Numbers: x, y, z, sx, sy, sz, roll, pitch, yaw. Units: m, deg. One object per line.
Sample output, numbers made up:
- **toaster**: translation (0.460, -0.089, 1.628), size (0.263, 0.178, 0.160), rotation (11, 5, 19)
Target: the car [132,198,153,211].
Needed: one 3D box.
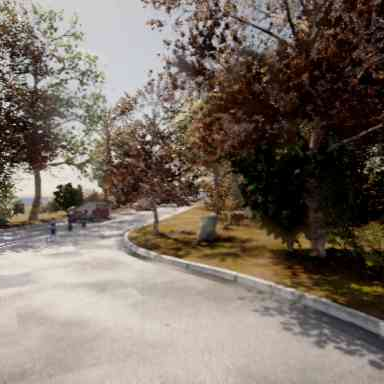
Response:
- **car**: translation (-6.648, 1.644, 45.844), size (2.097, 1.767, 4.553), rotation (-1, 0, 8)

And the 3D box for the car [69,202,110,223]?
- **car**: translation (-8.940, 1.726, 29.282), size (2.097, 1.767, 4.553), rotation (-1, 0, 8)

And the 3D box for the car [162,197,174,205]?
- **car**: translation (-4.242, 1.641, 62.733), size (1.882, 1.535, 5.008), rotation (-1, 0, 8)

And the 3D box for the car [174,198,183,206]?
- **car**: translation (-1.400, 1.664, 57.699), size (1.837, 1.490, 4.892), rotation (-1, 0, 8)
